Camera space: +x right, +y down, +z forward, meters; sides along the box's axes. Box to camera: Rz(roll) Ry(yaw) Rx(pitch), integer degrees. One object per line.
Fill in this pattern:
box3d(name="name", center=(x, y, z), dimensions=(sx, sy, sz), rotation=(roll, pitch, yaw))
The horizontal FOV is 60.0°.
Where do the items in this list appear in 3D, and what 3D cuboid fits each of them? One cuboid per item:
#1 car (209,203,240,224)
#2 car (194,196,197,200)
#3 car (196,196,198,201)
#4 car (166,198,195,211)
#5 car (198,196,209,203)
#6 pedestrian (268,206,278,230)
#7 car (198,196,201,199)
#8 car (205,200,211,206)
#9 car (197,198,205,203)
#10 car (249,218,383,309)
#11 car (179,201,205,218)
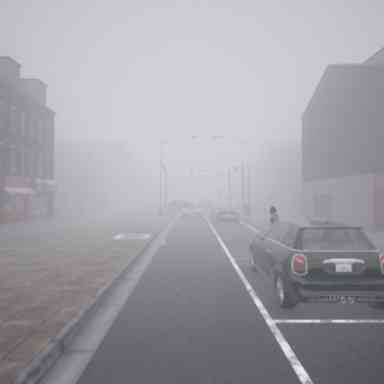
box3d(name="car", center=(2.620, 1.730, 25.895), dimensions=(1.947, 1.339, 4.313), rotation=(0, 0, 0))
box3d(name="car", center=(-0.072, 2.039, 85.322), dimensions=(2.033, 1.411, 5.357), rotation=(0, -1, 0))
box3d(name="car", center=(2.573, 2.170, 77.638), dimensions=(1.947, 1.339, 4.313), rotation=(0, -1, 0))
box3d(name="car", center=(-1.970, 1.808, 45.584), dimensions=(1.837, 1.490, 4.892), rotation=(1, -1, -28))
box3d(name="car", center=(2.589, 1.987, 60.600), dimensions=(1.887, 1.381, 4.507), rotation=(0, -1, 0))
box3d(name="pedestrian", center=(2.698, 1.360, 10.948), dimensions=(0.375, 1.860, 0.375), rotation=(0, -1, 0))
box3d(name="car", center=(2.583, 2.021, 66.449), dimensions=(1.752, 1.417, 4.829), rotation=(0, -1, 0))
box3d(name="car", center=(2.615, 1.756, 31.570), dimensions=(2.008, 1.369, 4.403), rotation=(0, 0, 0))
box3d(name="car", center=(2.557, 2.355, 94.675), dimensions=(1.947, 1.339, 4.313), rotation=(0, -1, 0))
box3d(name="car", center=(2.744, 1.401, 8.137), dimensions=(2.097, 1.767, 4.553), rotation=(0, 0, 0))
box3d(name="car", center=(0.050, 1.812, 32.335), dimensions=(1.895, 1.301, 4.718), rotation=(0, 0, 0))
